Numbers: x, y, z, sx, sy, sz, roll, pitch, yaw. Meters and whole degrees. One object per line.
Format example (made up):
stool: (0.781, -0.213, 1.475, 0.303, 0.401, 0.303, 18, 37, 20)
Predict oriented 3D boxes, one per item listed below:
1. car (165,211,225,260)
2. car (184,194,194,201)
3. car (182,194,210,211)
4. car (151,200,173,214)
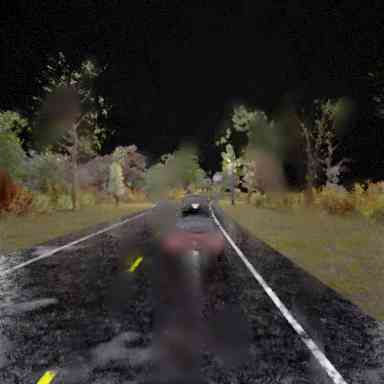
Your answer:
car: (0.107, 1.606, 12.408, 1.895, 1.301, 4.718, 0, 0, 0)
car: (-0.640, 1.245, 77.754, 1.812, 1.442, 4.674, 0, 0, 5)
car: (0.318, 1.235, 28.336, 2.150, 2.045, 5.566, 0, 0, 1)
car: (-3.159, 1.564, 36.291, 2.033, 1.411, 5.357, 0, 0, 2)
